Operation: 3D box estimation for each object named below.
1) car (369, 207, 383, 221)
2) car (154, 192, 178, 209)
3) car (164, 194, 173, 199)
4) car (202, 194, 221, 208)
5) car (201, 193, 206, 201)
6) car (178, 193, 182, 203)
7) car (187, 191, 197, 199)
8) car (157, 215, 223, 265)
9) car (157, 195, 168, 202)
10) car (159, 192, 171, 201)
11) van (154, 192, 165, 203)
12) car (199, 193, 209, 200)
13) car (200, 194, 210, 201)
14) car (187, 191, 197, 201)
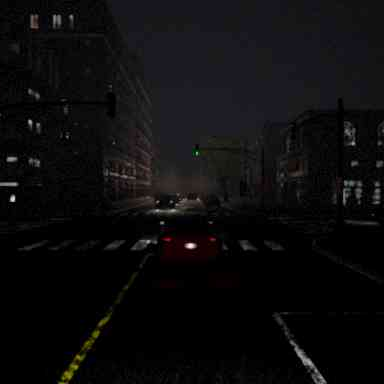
[{"bbox_3d":[15.380,1.409,23.895,4.892,1.490,1.837,0,0,0],"label":"car"},{"bbox_3d":[-3.096,1.095,39.364,2.097,1.767,4.553,0,0,0],"label":"car"},{"bbox_3d":[-5.704,1.080,81.469,2.008,1.369,4.403,0,0,0],"label":"car"},{"bbox_3d":[2.683,1.282,41.592,2.008,1.369,4.403,0,0,0],"label":"car"},{"bbox_3d":[2.682,1.140,47.288,1.967,1.590,4.097,0,0,0],"label":"car"},{"bbox_3d":[-3.075,1.183,54.890,1.812,1.442,4.674,0,0,0],"label":"car"},{"bbox_3d":[-0.012,0.678,78.808,2.150,2.045,5.566,0,0,0],"label":"car"},{"bbox_3d":[-0.173,1.481,11.409,1.994,1.385,4.181,0,0,-4],"label":"car"},{"bbox_3d":[-5.702,1.190,64.379,1.802,1.307,4.206,0,0,0],"label":"car"},{"bbox_3d":[-5.703,0.896,70.075,2.192,1.841,5.009,0,0,0],"label":"car"},{"bbox_3d":[-5.701,0.979,58.681,1.690,1.788,3.998,0,0,0],"label":"van"},{"bbox_3d":[2.677,0.995,75.772,1.967,1.590,4.097,0,0,0],"label":"car"},{"bbox_3d":[2.678,1.132,70.075,2.008,1.369,4.403,0,0,0],"label":"car"},{"bbox_3d":[-0.010,1.065,68.363,1.882,1.535,5.008,0,0,0],"label":"car"}]
